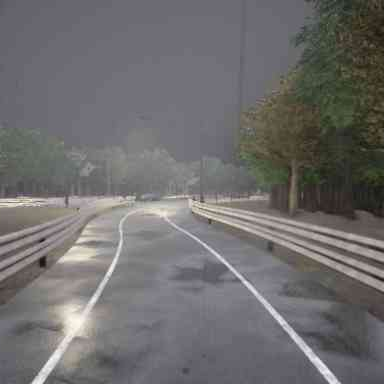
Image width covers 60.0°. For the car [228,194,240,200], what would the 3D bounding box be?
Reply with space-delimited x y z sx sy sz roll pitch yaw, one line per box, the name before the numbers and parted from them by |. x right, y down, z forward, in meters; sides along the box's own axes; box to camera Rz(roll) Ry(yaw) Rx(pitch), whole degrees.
car | 12.038 1.451 94.764 1.837 1.490 4.892 -1 0 33

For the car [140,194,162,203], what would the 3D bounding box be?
car | -7.897 1.115 64.313 2.097 1.767 4.553 -1 0 33

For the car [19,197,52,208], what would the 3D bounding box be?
car | -20.827 1.308 44.556 1.994 1.385 4.181 -1 0 33
